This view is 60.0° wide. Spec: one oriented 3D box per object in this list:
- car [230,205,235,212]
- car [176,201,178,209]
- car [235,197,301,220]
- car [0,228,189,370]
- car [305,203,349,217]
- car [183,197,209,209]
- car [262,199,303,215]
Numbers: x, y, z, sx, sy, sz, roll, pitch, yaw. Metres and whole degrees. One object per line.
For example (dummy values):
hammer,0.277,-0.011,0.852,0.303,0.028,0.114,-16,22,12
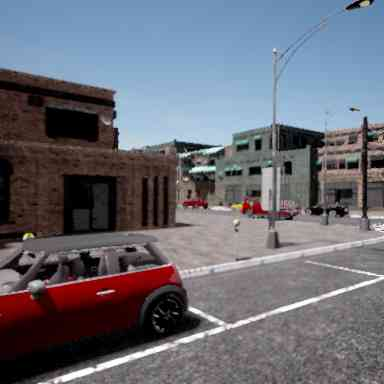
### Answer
car,6.864,1.801,42.100,1.752,1.417,4.829,0,-1,-35
car,-4.169,1.744,53.396,2.097,1.767,4.553,1,-1,-34
car,6.384,1.373,28.069,2.192,1.841,5.009,0,-1,-35
car,-2.126,1.438,5.025,4.097,1.590,1.967,0,1,-35
car,13.274,1.735,32.835,1.947,1.339,4.313,0,-1,-35
car,0.646,1.695,51.087,2.192,1.841,5.009,0,-1,-35
car,10.117,1.662,37.399,1.967,1.590,4.097,0,-1,-35
